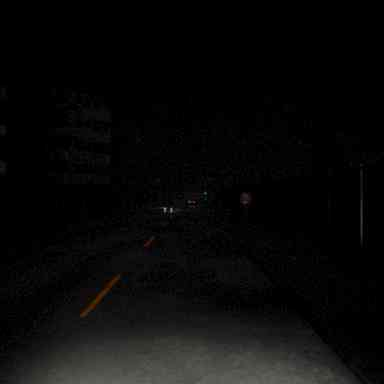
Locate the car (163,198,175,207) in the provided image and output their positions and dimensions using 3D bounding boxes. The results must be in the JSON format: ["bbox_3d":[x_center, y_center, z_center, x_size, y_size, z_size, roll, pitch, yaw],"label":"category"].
[{"bbox_3d":[-4.006,1.746,58.157,2.128,1.511,4.902,0,0,0],"label":"car"}]

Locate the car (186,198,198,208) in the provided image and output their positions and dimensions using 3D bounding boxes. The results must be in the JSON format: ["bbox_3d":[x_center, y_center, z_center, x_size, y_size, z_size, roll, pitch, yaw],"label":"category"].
[{"bbox_3d":[-0.006,1.726,53.748,2.128,1.511,4.902,0,0,0],"label":"car"}]
